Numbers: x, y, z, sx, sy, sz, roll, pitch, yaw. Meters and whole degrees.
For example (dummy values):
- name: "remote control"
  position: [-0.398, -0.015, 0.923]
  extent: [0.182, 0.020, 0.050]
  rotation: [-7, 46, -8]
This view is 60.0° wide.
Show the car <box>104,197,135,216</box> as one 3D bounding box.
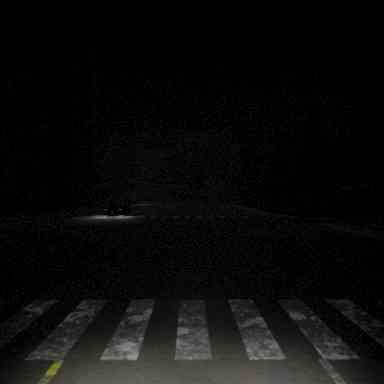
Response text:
- name: "car"
  position: [-7.202, 1.576, 32.673]
  extent: [1.812, 1.442, 4.674]
  rotation: [0, 1, 2]

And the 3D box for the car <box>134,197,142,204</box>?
- name: "car"
  position: [-10.917, 1.576, 60.796]
  extent: [1.812, 1.442, 4.674]
  rotation: [0, 1, -38]
